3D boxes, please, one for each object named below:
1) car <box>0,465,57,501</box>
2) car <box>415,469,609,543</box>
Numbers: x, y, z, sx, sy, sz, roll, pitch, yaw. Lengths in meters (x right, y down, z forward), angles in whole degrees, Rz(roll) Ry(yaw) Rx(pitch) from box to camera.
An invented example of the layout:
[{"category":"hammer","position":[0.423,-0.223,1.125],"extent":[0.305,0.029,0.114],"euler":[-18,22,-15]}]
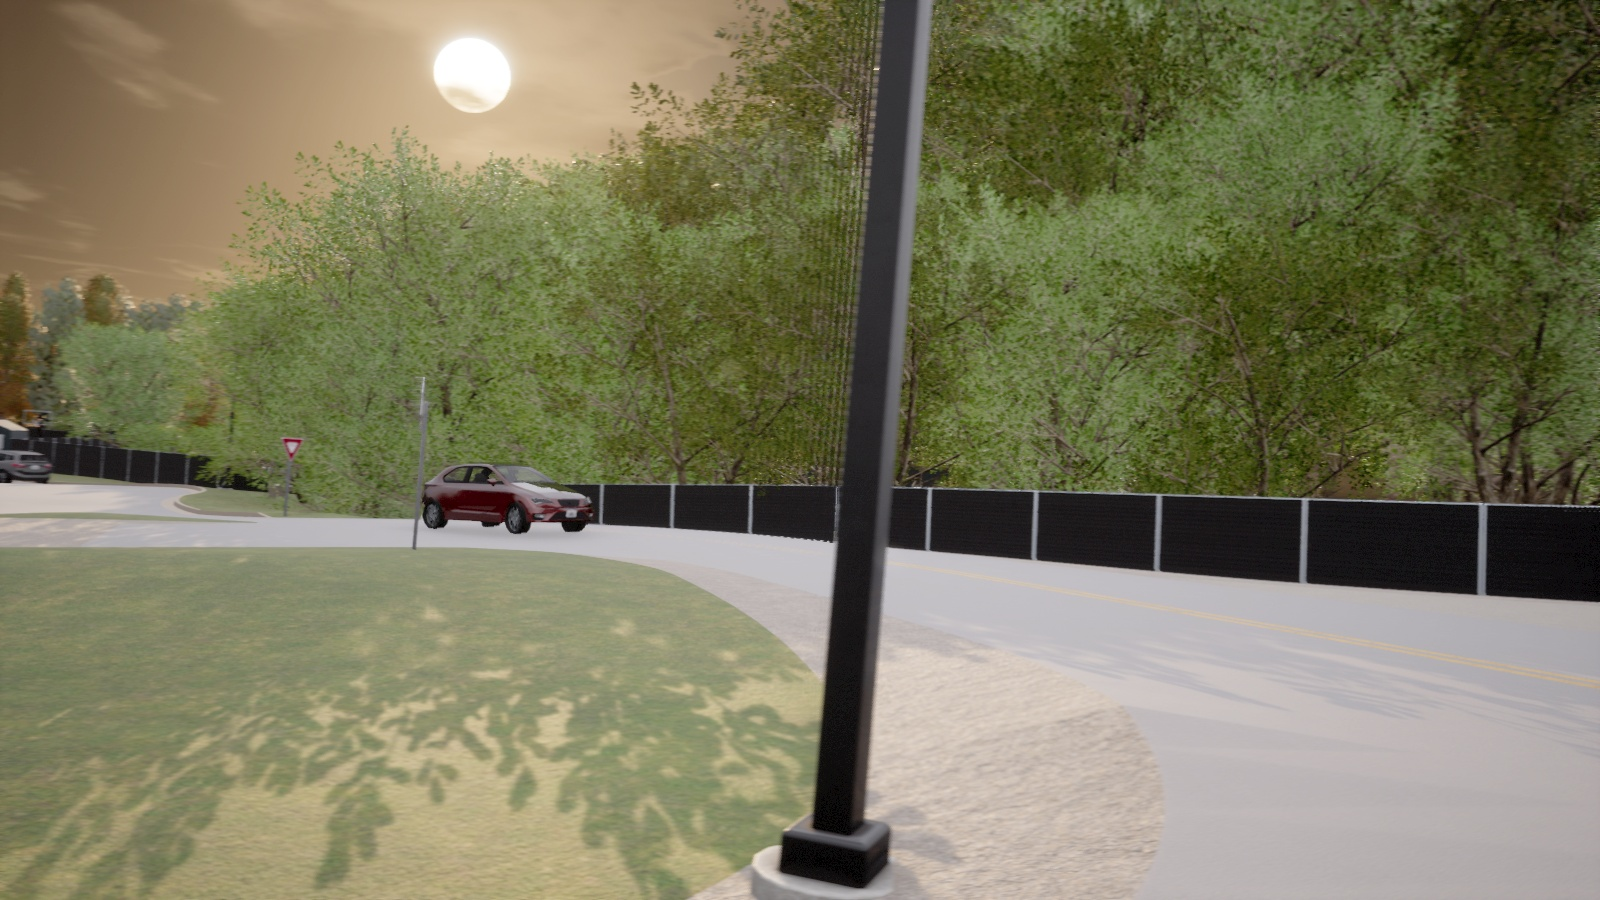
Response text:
[{"category":"car","position":[-39.317,1.607,61.814],"extent":[4.611,1.667,2.242],"euler":[1,-1,20]},{"category":"car","position":[-6.249,1.151,27.024],"extent":[4.193,1.474,1.816],"euler":[-1,-1,38]}]
